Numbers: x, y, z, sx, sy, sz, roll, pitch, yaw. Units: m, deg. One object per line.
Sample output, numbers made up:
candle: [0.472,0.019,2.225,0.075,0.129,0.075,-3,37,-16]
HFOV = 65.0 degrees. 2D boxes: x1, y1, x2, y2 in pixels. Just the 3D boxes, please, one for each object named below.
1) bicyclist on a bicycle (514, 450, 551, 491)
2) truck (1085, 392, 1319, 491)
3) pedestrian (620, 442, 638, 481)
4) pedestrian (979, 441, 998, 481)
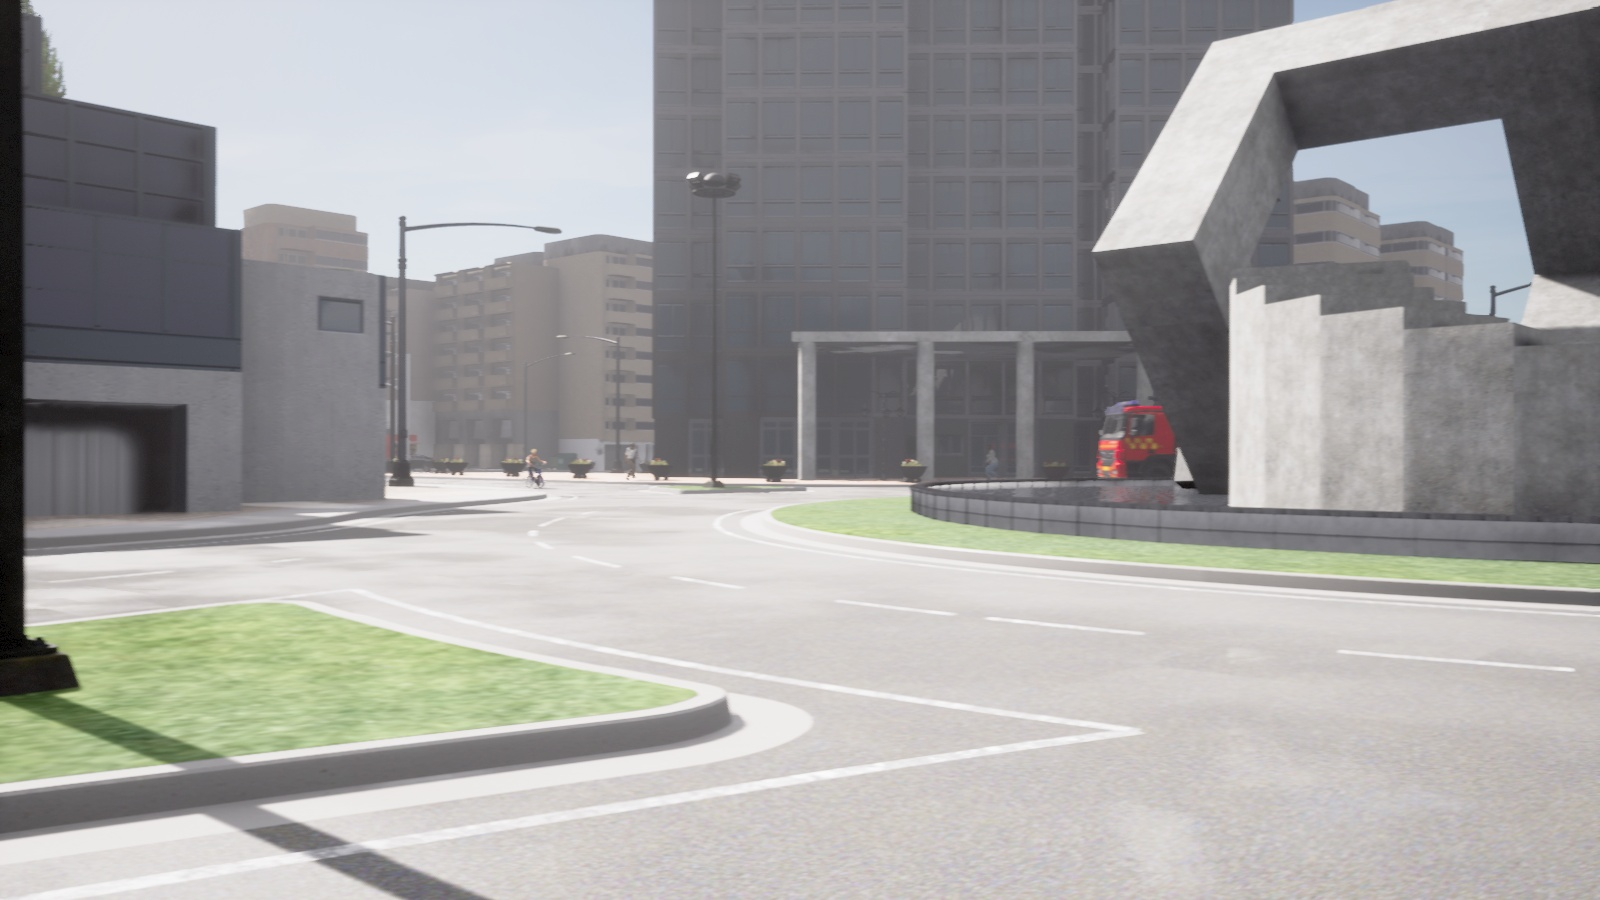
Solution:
bicyclist on a bicycle: [-10.742,0.807,50.449,0.866,1.612,1.509,-1,0,-39]
truck: [16.014,-0.344,50.441,8.468,3.827,2.891,0,0,-3]
pedestrian: [-8.038,0.544,58.924,0.694,1.848,0.540,0,0,44]
pedestrian: [8.820,0.522,58.788,0.900,1.855,0.874,0,0,8]
